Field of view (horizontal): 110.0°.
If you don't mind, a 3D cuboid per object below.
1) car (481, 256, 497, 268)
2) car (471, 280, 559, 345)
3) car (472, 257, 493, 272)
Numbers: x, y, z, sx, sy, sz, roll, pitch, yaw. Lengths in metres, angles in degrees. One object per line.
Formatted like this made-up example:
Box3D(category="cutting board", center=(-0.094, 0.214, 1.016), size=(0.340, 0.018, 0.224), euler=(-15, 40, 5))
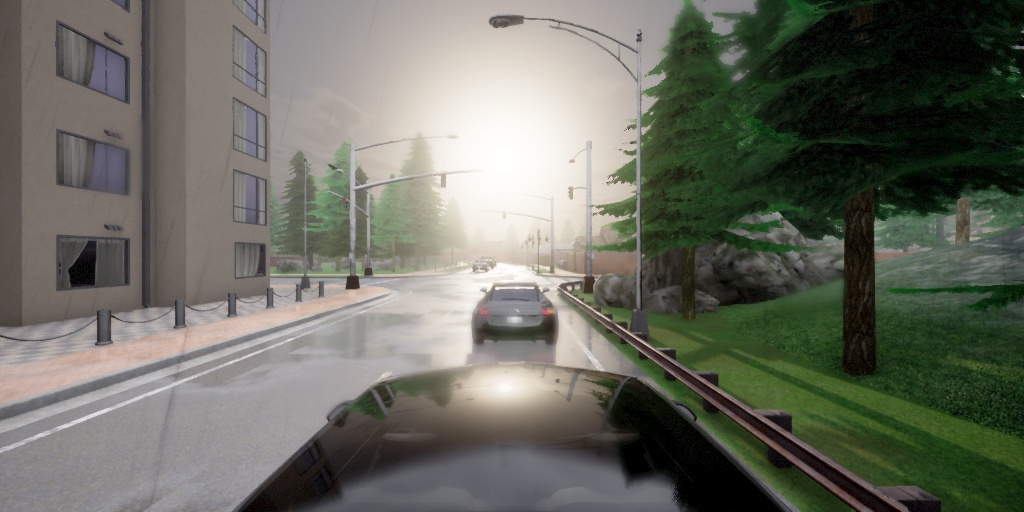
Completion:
Box3D(category="car", center=(-3.977, 0.942, 56.232), size=(2.150, 2.045, 5.566), euler=(0, 0, 0))
Box3D(category="car", center=(0.083, 1.314, 9.536), size=(1.994, 1.385, 4.181), euler=(0, 0, 1))
Box3D(category="car", center=(-3.934, 1.212, 45.624), size=(2.128, 1.511, 4.902), euler=(0, 0, 0))
